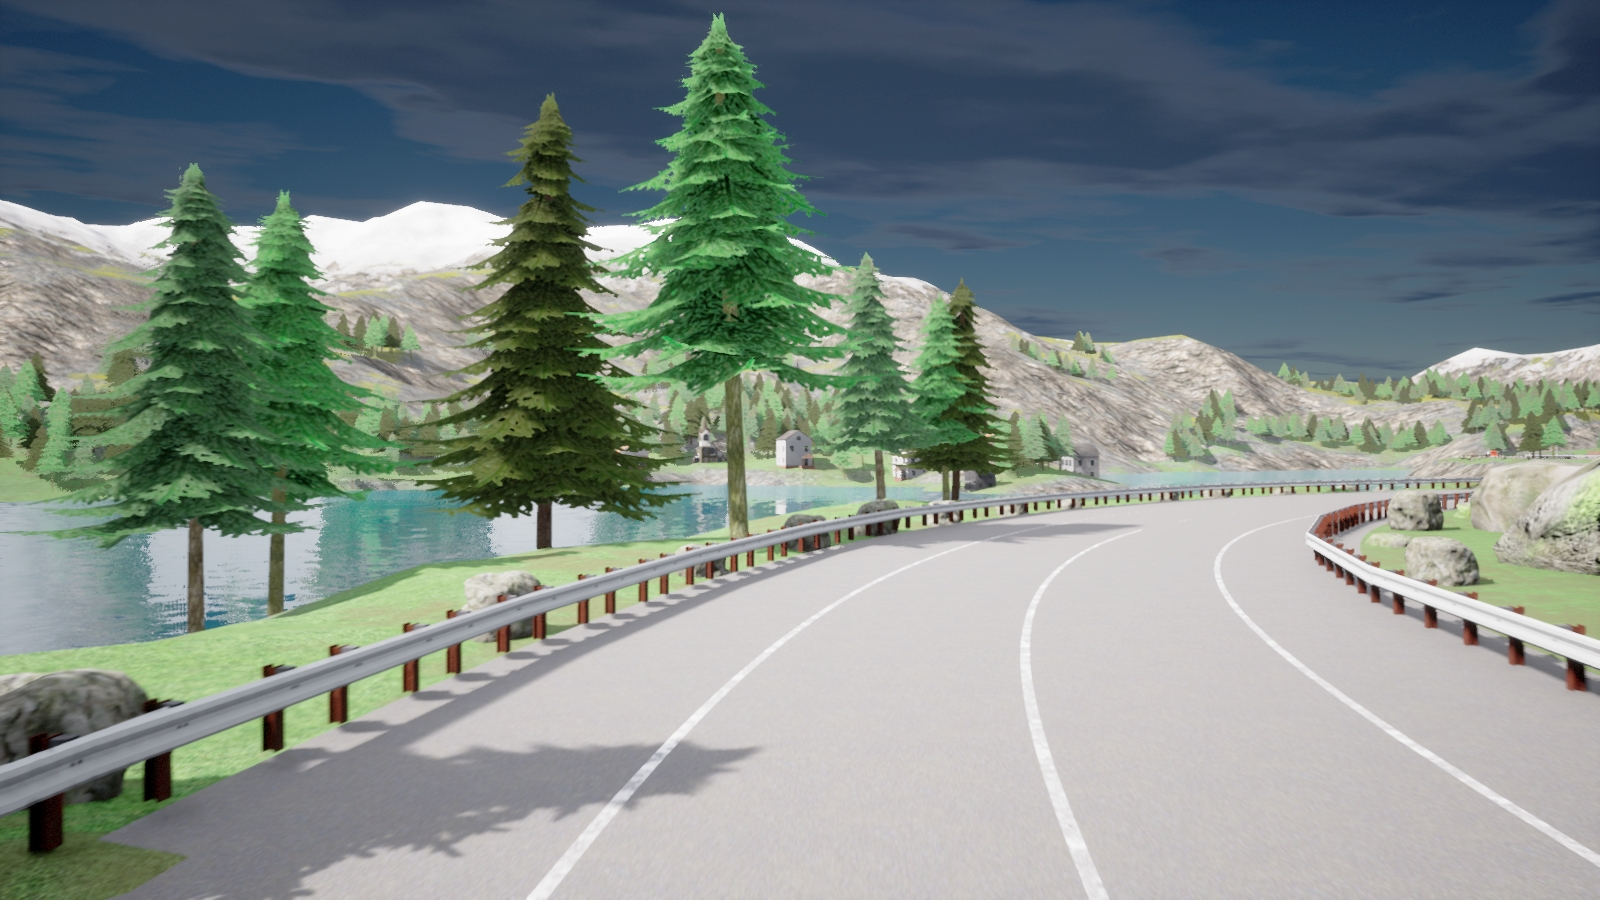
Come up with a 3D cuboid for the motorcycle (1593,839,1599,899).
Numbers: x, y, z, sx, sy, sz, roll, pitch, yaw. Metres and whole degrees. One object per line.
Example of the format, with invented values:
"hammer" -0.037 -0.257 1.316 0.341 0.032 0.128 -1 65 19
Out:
"motorcycle" 3.535 2.178 3.569 0.803 1.217 2.033 0 0 3
